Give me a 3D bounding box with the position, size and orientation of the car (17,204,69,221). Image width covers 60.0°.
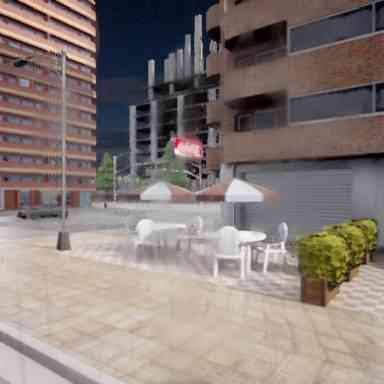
[{"bbox_3d":[-13.124,1.724,29.409,1.994,1.385,4.181,0,0,37],"label":"car"}]
